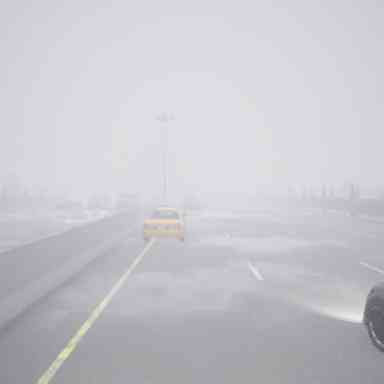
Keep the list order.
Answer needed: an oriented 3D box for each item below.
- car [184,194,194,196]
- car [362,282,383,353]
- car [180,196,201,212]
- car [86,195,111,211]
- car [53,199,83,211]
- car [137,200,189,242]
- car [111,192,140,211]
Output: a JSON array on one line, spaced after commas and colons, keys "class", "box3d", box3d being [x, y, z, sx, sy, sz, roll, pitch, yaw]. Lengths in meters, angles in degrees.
[{"class": "car", "box3d": [-0.509, 1.140, 47.955, 2.097, 1.767, 4.553, 0, 0, -8]}, {"class": "car", "box3d": [3.600, 1.550, 3.406, 1.994, 1.385, 4.181, 0, 0, 0]}, {"class": "car", "box3d": [0.008, 1.402, 36.767, 1.994, 1.385, 4.181, 0, 0, 0]}, {"class": "car", "box3d": [-10.719, 1.182, 38.710, 2.097, 1.767, 4.553, 0, 0, -2]}, {"class": "car", "box3d": [-14.158, 1.434, 38.061, 1.895, 1.301, 4.718, 0, 0, -1]}, {"class": "car", "box3d": [-1.222, 1.386, 16.014, 1.801, 1.575, 5.366, 0, 0, 0]}, {"class": "car", "box3d": [-7.158, 1.054, 37.439, 2.150, 2.045, 5.566, 0, 1, -1]}]
